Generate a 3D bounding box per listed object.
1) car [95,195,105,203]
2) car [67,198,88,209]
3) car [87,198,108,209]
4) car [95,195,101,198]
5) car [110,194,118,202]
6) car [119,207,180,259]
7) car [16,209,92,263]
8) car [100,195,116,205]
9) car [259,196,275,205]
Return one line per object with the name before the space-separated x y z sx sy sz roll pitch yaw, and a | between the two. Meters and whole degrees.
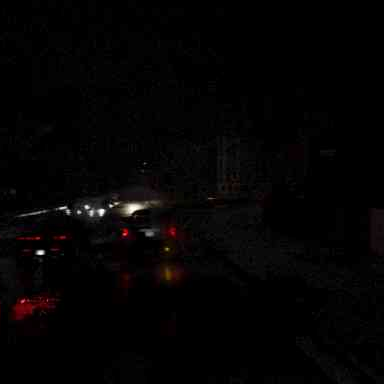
car | -22.840 1.653 82.667 2.097 1.767 4.553 0 0 -9
car | -17.978 1.865 51.617 1.882 1.535 5.008 0 0 -9
car | -14.766 1.966 52.103 1.895 1.301 4.718 0 0 -9
car | -20.381 1.906 67.209 2.128 1.511 4.902 0 0 -9
car | -19.631 1.493 83.174 2.150 2.045 5.566 0 0 -9
car | -1.655 1.443 13.213 2.097 1.767 4.553 0 0 -6
car | -5.019 1.616 12.583 1.837 1.490 4.892 0 0 -9
car | -17.179 1.837 67.764 1.882 1.535 5.008 0 0 -9
car | 13.143 1.374 56.167 4.674 1.442 1.812 -1 1 -44
